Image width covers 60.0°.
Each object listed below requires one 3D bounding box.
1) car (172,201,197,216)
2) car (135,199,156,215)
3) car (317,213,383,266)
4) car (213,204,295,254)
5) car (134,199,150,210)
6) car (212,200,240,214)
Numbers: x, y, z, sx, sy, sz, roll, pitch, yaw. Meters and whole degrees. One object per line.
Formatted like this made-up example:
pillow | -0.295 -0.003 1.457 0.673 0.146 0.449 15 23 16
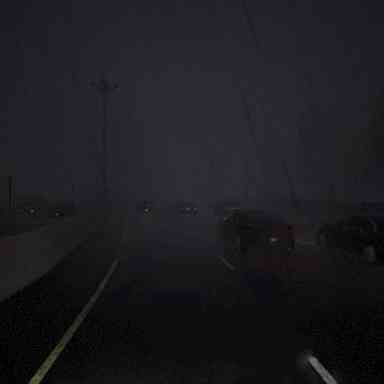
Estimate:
car | -0.803 1.547 32.120 2.033 1.411 5.357 0 0 -11
car | -4.800 1.504 34.394 1.837 1.490 4.892 0 0 -11
car | 6.183 1.505 11.621 1.837 1.490 4.892 0 0 -6
car | 2.409 1.477 13.559 1.882 1.535 5.008 0 0 -8
car | -6.723 1.601 44.628 1.895 1.301 4.718 0 0 -11
car | 3.167 1.505 29.866 1.837 1.490 4.892 0 0 -10
